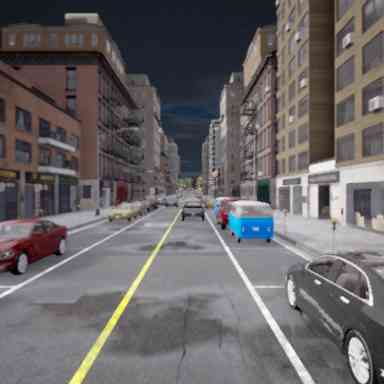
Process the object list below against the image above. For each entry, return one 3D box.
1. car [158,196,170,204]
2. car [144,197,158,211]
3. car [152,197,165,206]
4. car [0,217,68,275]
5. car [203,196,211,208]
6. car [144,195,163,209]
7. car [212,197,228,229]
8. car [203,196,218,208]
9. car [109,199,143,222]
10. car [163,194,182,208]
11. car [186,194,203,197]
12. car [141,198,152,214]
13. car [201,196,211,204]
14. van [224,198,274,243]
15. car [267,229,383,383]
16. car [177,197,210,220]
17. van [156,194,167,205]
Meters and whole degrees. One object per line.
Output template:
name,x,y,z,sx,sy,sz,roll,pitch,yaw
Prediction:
car,-5.367,1.541,64.514,2.008,1.369,4.403,0,0,0
car,-5.383,1.560,37.482,1.947,1.339,4.313,0,0,0
car,-5.373,1.574,53.701,1.802,1.307,4.206,0,0,0
car,-5.400,1.544,10.451,1.887,1.381,4.507,0,0,0
car,2.680,1.518,43.057,1.752,1.417,4.829,0,0,0
car,-5.380,1.308,42.888,2.192,1.841,5.009,0,0,0
car,2.692,1.312,21.262,2.192,1.841,5.009,0,0,0
car,2.677,1.432,48.293,1.967,1.590,4.097,0,0,0
car,-5.390,1.522,26.501,1.752,1.417,4.829,0,0,0
car,-2.817,1.496,46.857,1.837,1.490,4.892,0,0,0
car,0.107,1.471,44.253,1.882,1.535,5.008,0,0,0
car,-5.386,1.546,32.076,2.008,1.369,4.403,0,0,0
car,2.668,1.515,64.682,1.752,1.417,4.829,0,0,0
van,2.696,1.339,15.856,1.690,1.788,3.998,0,0,0
car,2.702,1.550,5.043,2.008,1.369,4.403,0,0,0
car,0.099,1.489,27.776,2.128,1.511,4.902,0,0,0
van,-5.370,1.332,59.107,1.690,1.788,3.998,0,0,0
